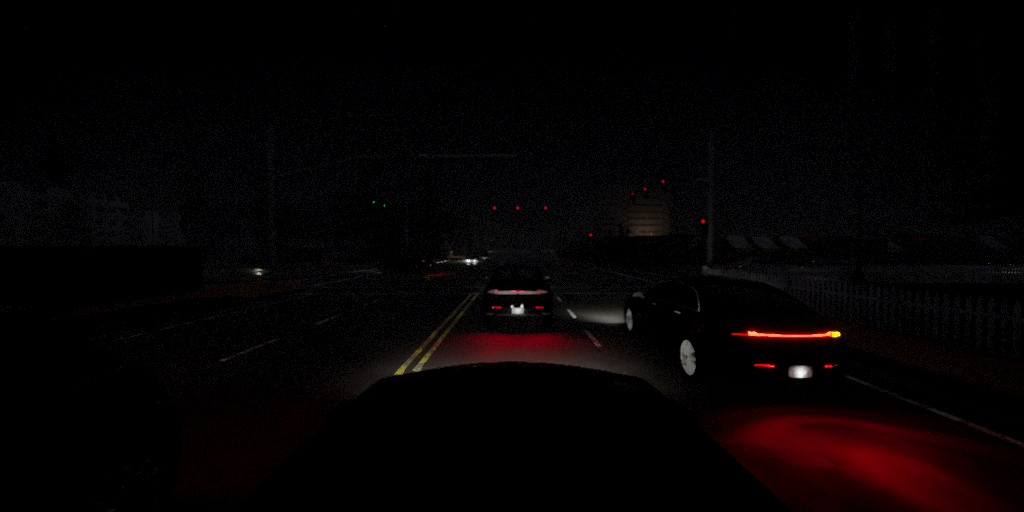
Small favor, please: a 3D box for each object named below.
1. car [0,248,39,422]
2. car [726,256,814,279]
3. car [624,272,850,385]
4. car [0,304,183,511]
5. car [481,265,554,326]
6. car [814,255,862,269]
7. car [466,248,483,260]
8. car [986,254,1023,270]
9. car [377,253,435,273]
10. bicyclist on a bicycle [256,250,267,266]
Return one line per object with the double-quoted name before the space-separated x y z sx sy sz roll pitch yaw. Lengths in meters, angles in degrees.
"car" -7.096 0.974 1.756 2.150 2.045 5.566 0 1 0
"car" 16.356 0.735 23.273 4.674 1.442 1.812 0 1 0
"car" 3.603 1.126 6.848 1.837 1.490 4.892 0 1 1
"car" -3.602 1.125 0.779 2.097 1.767 4.553 0 1 1
"car" 0.157 1.015 10.761 2.128 1.511 4.902 0 1 1
"car" 30.143 0.538 34.077 4.718 1.301 1.895 0 1 -1
"car" -6.549 -0.202 59.938 2.128 1.511 4.902 0 1 1
"car" 44.336 0.563 30.776 5.357 1.411 2.033 0 1 -1
"car" -8.735 0.543 29.391 5.008 1.535 1.882 1 0 23
"bicyclist on a bicycle" -26.079 0.174 37.324 0.582 1.620 1.656 0 2 -2
